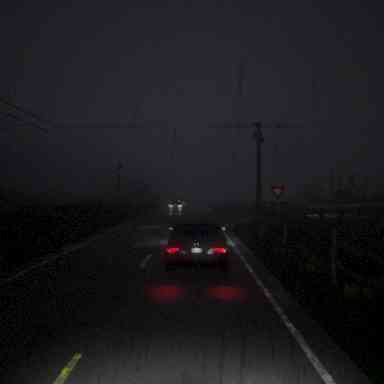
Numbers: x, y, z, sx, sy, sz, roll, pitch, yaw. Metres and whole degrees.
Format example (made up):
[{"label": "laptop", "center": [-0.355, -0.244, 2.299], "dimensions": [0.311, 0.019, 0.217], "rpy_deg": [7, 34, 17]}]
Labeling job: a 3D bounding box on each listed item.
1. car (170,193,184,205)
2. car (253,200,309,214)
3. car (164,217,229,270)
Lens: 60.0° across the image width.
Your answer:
[{"label": "car", "center": [-2.787, 1.468, 57.515], "dimensions": [1.837, 1.490, 4.892], "rpy_deg": [0, 0, 0]}, {"label": "car", "center": [7.602, 1.383, 28.436], "dimensions": [4.674, 1.442, 1.812], "rpy_deg": [-1, -1, -5]}, {"label": "car", "center": [0.160, 1.541, 10.993], "dimensions": [2.033, 1.411, 5.357], "rpy_deg": [0, 0, 1]}]
